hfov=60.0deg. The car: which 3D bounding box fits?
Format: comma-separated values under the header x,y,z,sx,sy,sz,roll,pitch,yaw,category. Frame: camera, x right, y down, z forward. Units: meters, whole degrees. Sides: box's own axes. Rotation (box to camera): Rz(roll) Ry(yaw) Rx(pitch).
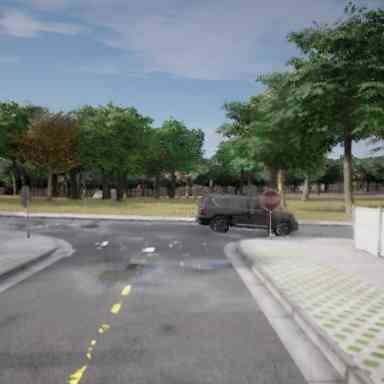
x,y,z,sx,sy,sz,roll,pitch,yaw,category
2.968,1.248,18.274,5.566,2.045,2.150,4,0,-3,car
